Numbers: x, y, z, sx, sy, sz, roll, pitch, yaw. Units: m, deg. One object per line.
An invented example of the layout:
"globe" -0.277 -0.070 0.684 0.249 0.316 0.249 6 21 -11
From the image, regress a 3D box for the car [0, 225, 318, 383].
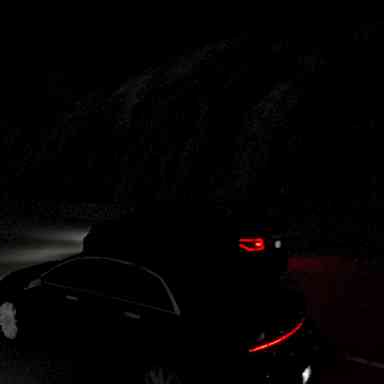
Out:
"car" -0.869 1.462 4.603 4.892 1.490 1.837 1 1 35

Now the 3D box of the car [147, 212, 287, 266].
"car" 0.784 1.519 12.014 4.718 1.301 1.895 1 1 35

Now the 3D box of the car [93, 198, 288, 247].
"car" -0.372 1.154 8.542 5.566 2.045 2.150 1 1 35
